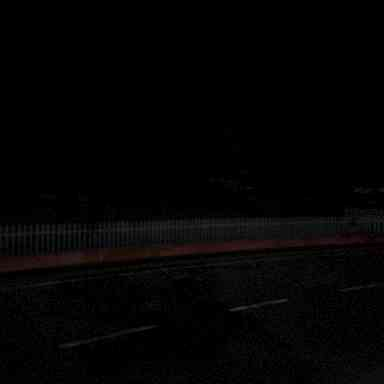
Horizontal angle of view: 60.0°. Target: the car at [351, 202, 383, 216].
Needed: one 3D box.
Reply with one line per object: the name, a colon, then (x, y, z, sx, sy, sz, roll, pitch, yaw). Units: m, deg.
car: (17.781, 1.698, 32.936, 1.837, 1.490, 4.892, 1, 0, -8)
